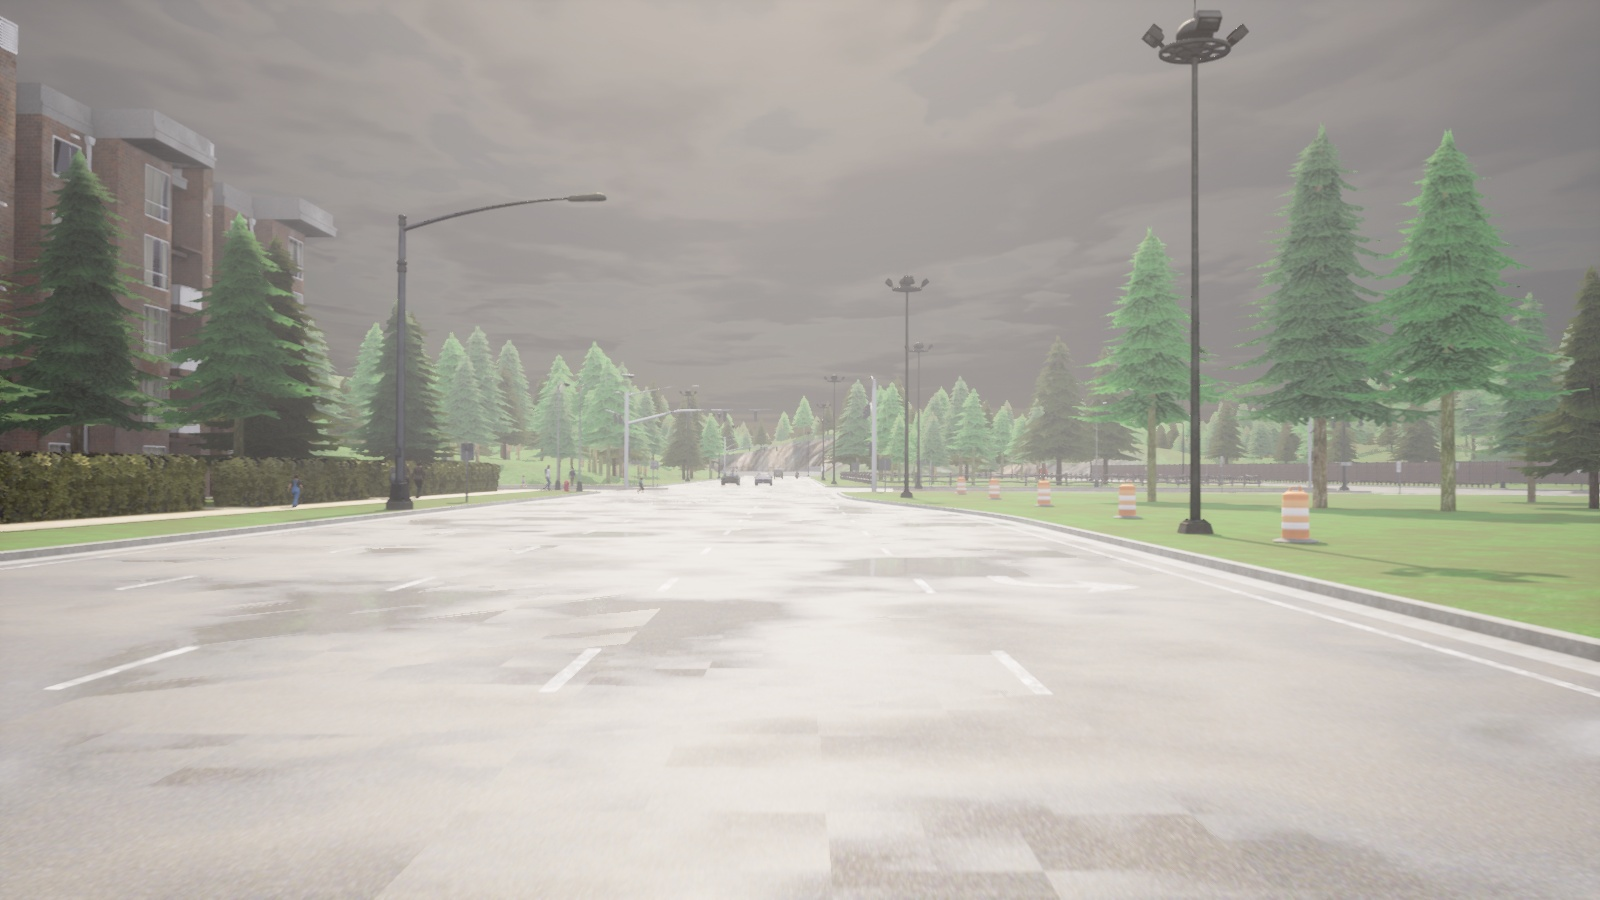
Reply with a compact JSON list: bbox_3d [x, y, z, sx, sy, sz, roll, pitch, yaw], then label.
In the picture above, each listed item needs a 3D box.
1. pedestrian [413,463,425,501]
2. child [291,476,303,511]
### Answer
[{"bbox_3d":[-18.148,1.518,59.841,0.328,1.805,0.869,0,-1,1],"label":"pedestrian"},{"bbox_3d":[-18.119,1.553,45.234,0.270,1.263,0.437,0,-1,0],"label":"child"}]
